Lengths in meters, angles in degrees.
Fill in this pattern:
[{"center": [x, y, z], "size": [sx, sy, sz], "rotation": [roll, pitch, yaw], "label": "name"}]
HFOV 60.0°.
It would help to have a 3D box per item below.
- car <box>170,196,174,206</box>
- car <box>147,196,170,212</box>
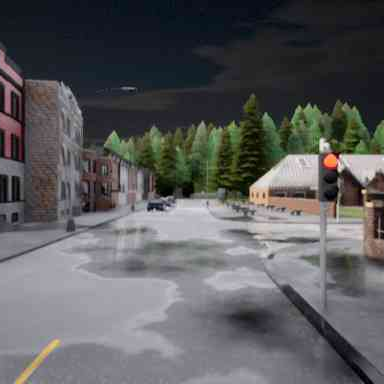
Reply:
[{"center": [-4.144, 1.494, 49.644], "size": [1.812, 1.442, 4.674], "rotation": [0, 0, 0], "label": "car"}, {"center": [-4.135, 1.522, 39.329], "size": [2.033, 1.411, 5.357], "rotation": [0, 0, 0], "label": "car"}]
